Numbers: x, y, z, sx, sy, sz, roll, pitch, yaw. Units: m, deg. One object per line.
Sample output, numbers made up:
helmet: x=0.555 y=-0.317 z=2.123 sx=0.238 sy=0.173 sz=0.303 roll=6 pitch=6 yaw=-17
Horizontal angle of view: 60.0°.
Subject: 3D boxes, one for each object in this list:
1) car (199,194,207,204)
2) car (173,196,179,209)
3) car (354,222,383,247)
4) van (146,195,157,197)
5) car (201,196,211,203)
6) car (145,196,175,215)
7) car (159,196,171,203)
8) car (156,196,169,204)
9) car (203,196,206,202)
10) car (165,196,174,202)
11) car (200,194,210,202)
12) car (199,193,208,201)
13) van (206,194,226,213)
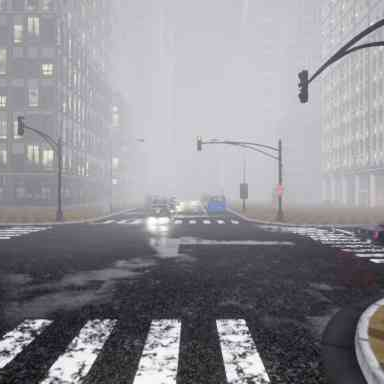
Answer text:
car: x=2.796 y=1.313 z=63.616 sx=2.192 sy=1.841 sz=5.009 roll=0 pitch=0 yaw=0
car: x=-3.110 y=1.547 z=43.715 sx=2.033 sy=1.411 sz=5.357 roll=0 pitch=0 yaw=0
car: x=9.247 y=1.673 z=13.288 sx=4.718 sy=1.301 sz=1.895 roll=0 pitch=0 yaw=-1
van: x=-5.679 y=1.341 z=47.045 sx=1.690 sy=1.788 sz=3.998 roll=0 pitch=0 yaw=0
car: x=2.826 y=1.542 z=69.155 sx=1.887 sy=1.381 sz=4.507 roll=0 pitch=0 yaw=0
car: x=-3.176 y=1.491 z=33.311 sx=2.128 sy=1.511 sz=4.902 roll=0 pitch=0 yaw=-1
car: x=-5.554 y=1.548 z=69.201 sx=2.008 sy=1.369 sz=4.403 roll=0 pitch=0 yaw=0
car: x=-5.585 y=1.564 z=63.663 sx=1.947 sy=1.339 sz=4.313 roll=0 pitch=0 yaw=0
car: x=2.693 y=1.544 z=41.462 sx=1.887 sy=1.381 sz=4.507 roll=0 pitch=0 yaw=0
car: x=-5.491 y=1.578 z=80.281 sx=1.802 sy=1.307 sz=4.206 roll=0 pitch=0 yaw=0
car: x=2.859 y=1.312 z=74.695 sx=2.192 sy=1.841 sz=5.009 roll=0 pitch=0 yaw=0
car: x=2.922 y=1.309 z=85.773 sx=2.192 sy=1.841 sz=5.009 roll=0 pitch=0 yaw=0
van: x=2.752 y=1.341 z=35.923 sx=1.690 sy=1.788 sz=3.998 roll=0 pitch=0 yaw=0
